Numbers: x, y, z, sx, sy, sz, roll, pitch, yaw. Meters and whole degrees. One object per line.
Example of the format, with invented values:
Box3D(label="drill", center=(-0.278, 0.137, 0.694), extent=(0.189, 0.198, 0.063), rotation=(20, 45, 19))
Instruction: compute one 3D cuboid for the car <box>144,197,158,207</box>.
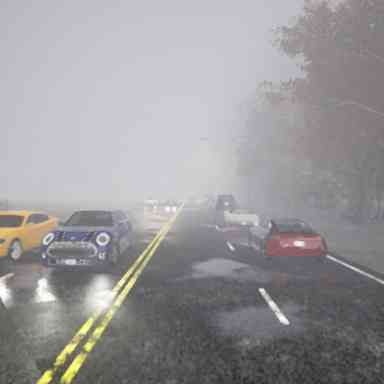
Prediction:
Box3D(label="car", center=(-6.546, 1.573, 53.679), extent=(1.812, 1.442, 4.674), rotation=(0, 0, 0))

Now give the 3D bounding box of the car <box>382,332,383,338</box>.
Box3D(label="car", center=(3.385, 1.571, 1.821), extent=(2.033, 1.411, 5.357), rotation=(0, -1, 0))

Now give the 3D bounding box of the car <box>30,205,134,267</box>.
Box3D(label="car", center=(-3.346, 1.349, 11.439), extent=(2.097, 1.767, 4.553), rotation=(0, 0, 0))

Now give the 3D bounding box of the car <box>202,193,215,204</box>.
Box3D(label="car", center=(3.290, 1.336, 67.133), extent=(2.150, 2.045, 5.566), rotation=(1, -1, 0))

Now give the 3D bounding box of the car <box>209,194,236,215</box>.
Box3D(label="car", center=(3.277, 1.277, 34.134), extent=(2.150, 2.045, 5.566), rotation=(1, -1, 0))

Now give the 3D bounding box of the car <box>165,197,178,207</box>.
Box3D(label="car", center=(-3.285, 1.564, 54.011), extent=(2.128, 1.511, 4.902), rotation=(0, 0, 1))

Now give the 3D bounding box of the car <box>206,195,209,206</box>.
Box3D(label="car", center=(3.250, 1.593, 45.092), extent=(1.837, 1.490, 4.892), rotation=(-1, 0, 0))

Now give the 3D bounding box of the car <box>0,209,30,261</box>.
Box3D(label="car", center=(-6.596, 1.451, 12.364), extent=(1.882, 1.535, 5.008), rotation=(0, 0, 0))

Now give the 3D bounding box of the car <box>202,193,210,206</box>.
Box3D(label="car", center=(3.278, 1.452, 56.073), extent=(2.097, 1.767, 4.553), rotation=(1, -1, 0))

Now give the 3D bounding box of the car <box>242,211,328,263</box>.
Box3D(label="car", center=(3.259, 1.585, 12.099), extent=(1.994, 1.385, 4.181), rotation=(1, -1, 0))

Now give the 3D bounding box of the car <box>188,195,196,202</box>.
Box3D(label="car", center=(0.023, 1.545, 76.647), extent=(2.033, 1.411, 5.357), rotation=(0, 0, 0))

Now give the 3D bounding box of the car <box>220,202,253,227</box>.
Box3D(label="car", center=(3.269, 1.640, 23.116), extent=(1.895, 1.301, 4.718), rotation=(1, 1, 0))
